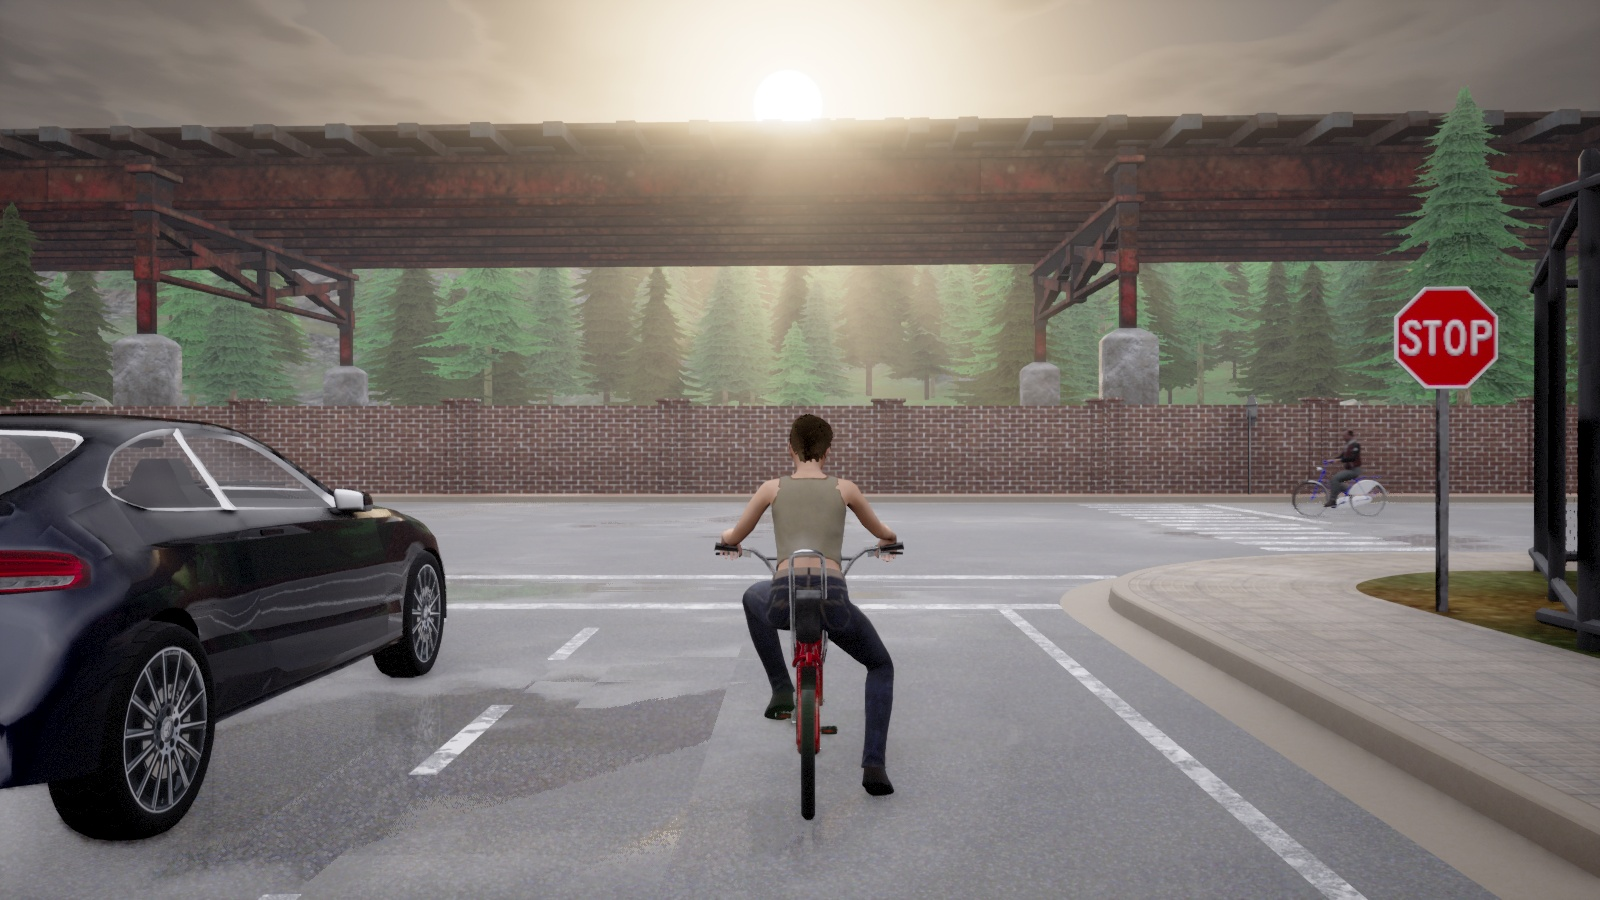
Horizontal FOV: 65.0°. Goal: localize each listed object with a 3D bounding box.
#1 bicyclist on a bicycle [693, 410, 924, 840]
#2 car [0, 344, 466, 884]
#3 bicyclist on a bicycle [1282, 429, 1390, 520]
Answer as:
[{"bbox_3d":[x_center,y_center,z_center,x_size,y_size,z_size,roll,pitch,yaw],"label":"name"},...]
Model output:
[{"bbox_3d":[0.039,0.652,5.464,0.866,1.612,1.509,0,0,1],"label":"bicyclist on a bicycle"},{"bbox_3d":[-3.448,0.486,6.353,2.152,1.651,5.027,0,0,0],"label":"car"},{"bbox_3d":[10.638,0.485,24.962,1.843,1.776,0.659,0,0,1],"label":"bicyclist on a bicycle"}]
